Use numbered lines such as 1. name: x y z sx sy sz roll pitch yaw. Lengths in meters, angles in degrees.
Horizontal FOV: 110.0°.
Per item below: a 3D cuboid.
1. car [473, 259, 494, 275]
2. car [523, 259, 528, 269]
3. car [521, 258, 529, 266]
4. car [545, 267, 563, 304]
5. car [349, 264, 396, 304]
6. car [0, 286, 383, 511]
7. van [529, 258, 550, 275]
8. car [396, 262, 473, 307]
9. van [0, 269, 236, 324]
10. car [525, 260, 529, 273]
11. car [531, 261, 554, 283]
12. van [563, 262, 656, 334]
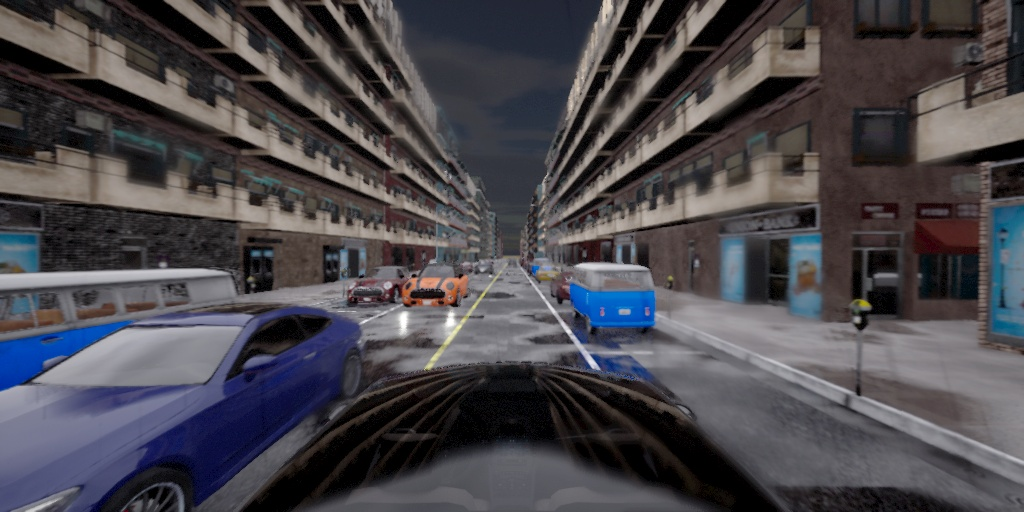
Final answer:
1. car: -2.993 1.273 39.112 2.128 1.511 4.902 0 0 1
2. car: 2.719 1.359 44.502 1.948 1.339 4.313 0 0 0
3. car: 2.728 1.358 55.871 1.888 1.381 4.507 0 0 0
4. car: 2.697 1.343 16.078 1.802 1.307 4.207 0 0 0
5. car: -5.693 1.193 16.087 1.967 1.591 4.097 0 0 0
6. car: -3.103 1.274 3.691 1.812 1.442 4.674 0 0 0
7. van: 2.710 1.119 33.133 1.690 1.789 3.998 0 0 0
8. car: -3.077 1.107 15.284 2.097 1.767 4.553 0 0 0
9. van: -5.671 1.087 4.718 1.690 1.789 3.998 0 0 0
10. car: 2.715 1.367 38.818 1.802 1.307 4.207 0 0 0
11. car: 2.706 1.297 27.618 1.751 1.417 4.829 0 0 0
12. van: 2.695 1.098 10.394 1.690 1.789 3.998 0 0 0
